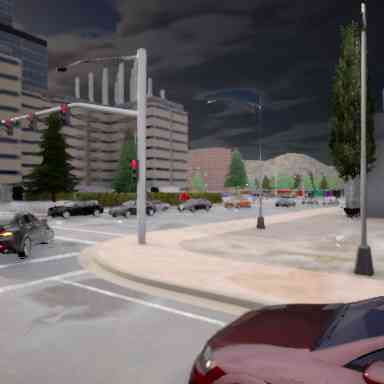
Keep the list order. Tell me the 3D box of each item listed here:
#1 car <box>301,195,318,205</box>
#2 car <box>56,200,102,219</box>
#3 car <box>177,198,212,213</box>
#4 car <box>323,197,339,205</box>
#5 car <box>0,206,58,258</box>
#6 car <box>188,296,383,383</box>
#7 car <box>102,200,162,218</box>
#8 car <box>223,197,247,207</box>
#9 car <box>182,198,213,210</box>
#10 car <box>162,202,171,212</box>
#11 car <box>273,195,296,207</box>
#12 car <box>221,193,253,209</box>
[{"bbox_3d":[21.025,1.585,59.298,1.895,1.301,4.718,0,0,36],"label":"car"},{"bbox_3d":[-10.056,1.446,29.015,1.882,1.535,5.008,0,0,36],"label":"car"},{"bbox_3d":[0.323,1.466,37.268,2.128,1.511,4.902,0,0,36],"label":"car"},{"bbox_3d":[23.841,1.514,57.222,1.812,1.442,4.674,0,0,36],"label":"car"},{"bbox_3d":[-6.712,1.491,12.457,1.837,1.490,4.892,-3,1,-10],"label":"car"},{"bbox_3d":[2.023,1.565,2.639,4.181,1.385,1.994,0,0,35],"label":"car"},{"bbox_3d":[-5.234,1.478,29.677,1.837,1.490,4.892,0,0,36],"label":"car"},{"bbox_3d":[6.740,1.536,51.904,1.994,1.385,4.181,0,0,37],"label":"car"},{"bbox_3d":[0.820,1.535,43.864,1.994,1.385,4.181,0,0,36],"label":"car"},{"bbox_3d":[-4.541,1.570,36.551,1.895,1.301,4.718,0,0,36],"label":"car"},{"bbox_3d":[14.084,1.546,49.797,1.994,1.385,4.181,0,0,35],"label":"car"},{"bbox_3d":[6.173,1.328,45.239,2.097,1.767,4.553,0,0,36],"label":"car"}]
